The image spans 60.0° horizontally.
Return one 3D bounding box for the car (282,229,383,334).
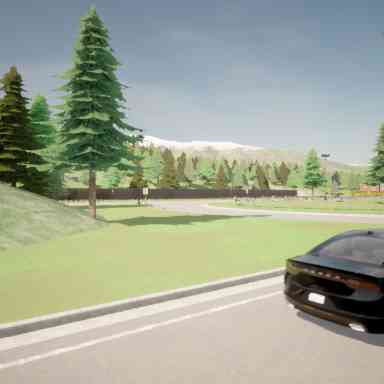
[{"bbox_3d":[3.932,1.477,6.576,5.008,1.535,1.882,0,0,-36],"label":"car"}]
